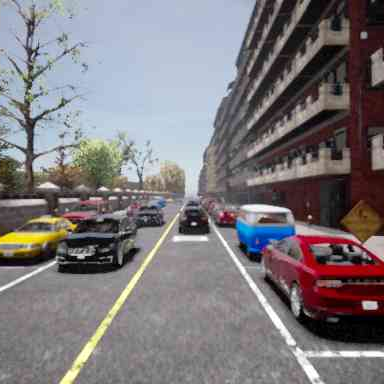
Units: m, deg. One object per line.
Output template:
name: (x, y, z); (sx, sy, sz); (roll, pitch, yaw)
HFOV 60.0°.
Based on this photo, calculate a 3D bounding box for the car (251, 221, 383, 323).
car: (2.692, 1.590, 7.261); (1.887, 1.381, 4.507); (0, 0, 0)

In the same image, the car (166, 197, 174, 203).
car: (-5.697, 2.145, 85.911); (1.752, 1.417, 4.829); (0, 0, 0)

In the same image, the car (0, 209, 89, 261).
car: (-5.688, 1.604, 12.722); (1.752, 1.417, 4.829); (0, 0, 0)

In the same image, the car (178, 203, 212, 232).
car: (0.111, 1.659, 21.155); (1.812, 1.442, 4.674); (0, 0, 0)

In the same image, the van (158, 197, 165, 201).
van: (-5.693, 1.691, 52.303); (1.690, 1.788, 3.998); (0, 0, 0)

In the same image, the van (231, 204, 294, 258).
van: (2.693, 1.421, 12.893); (1.690, 1.788, 3.998); (0, 0, 0)

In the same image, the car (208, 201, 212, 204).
car: (2.689, 1.742, 29.782); (2.008, 1.369, 4.403); (0, 0, 0)

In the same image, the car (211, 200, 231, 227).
car: (2.691, 1.593, 24.153); (1.967, 1.590, 4.097); (0, 0, 0)

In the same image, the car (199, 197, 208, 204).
car: (2.683, 2.015, 80.452); (1.967, 1.590, 4.097); (0, 0, 0)

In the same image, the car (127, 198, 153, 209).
car: (-5.691, 1.670, 35.413); (1.967, 1.590, 4.097); (0, 0, 0)

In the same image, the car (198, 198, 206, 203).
car: (2.682, 2.234, 91.712); (1.947, 1.339, 4.313); (0, 0, 0)

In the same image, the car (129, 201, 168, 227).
car: (-3.084, 1.662, 24.564); (1.837, 1.490, 4.892); (0, -1, 0)

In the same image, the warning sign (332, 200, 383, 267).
warning sign: (5.065, 1.177, 9.908); (1.300, 1.860, 1.060); (0, -1, 0)

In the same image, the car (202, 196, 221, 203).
car: (2.689, 1.584, 41.043); (2.192, 1.841, 5.009); (0, 0, 0)

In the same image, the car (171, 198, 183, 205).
car: (-3.008, 1.994, 74.506); (2.128, 1.511, 4.902); (0, 0, 0)

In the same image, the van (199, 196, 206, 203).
van: (2.683, 1.963, 86.084); (1.690, 1.788, 3.998); (0, 0, 0)

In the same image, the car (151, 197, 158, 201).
car: (-5.691, 1.709, 41.042); (1.967, 1.590, 4.097); (0, 0, 0)

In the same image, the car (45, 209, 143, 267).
car: (-3.099, 1.577, 11.699); (1.837, 1.490, 4.892); (0, 0, 0)

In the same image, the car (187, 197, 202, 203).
car: (0.086, 1.798, 44.544); (1.837, 1.490, 4.892); (0, -1, 0)

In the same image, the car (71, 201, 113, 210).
car: (-5.689, 1.431, 18.523); (2.192, 1.841, 5.009); (0, 0, 0)

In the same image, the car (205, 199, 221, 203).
car: (2.689, 1.775, 35.412); (1.887, 1.381, 4.507); (0, 0, 0)

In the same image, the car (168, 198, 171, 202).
car: (-5.695, 1.987, 63.560); (2.008, 1.369, 4.403); (0, 0, 0)

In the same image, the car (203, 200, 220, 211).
car: (2.687, 1.860, 46.672); (2.008, 1.369, 4.403); (0, 0, 0)

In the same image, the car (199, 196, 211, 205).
car: (2.685, 1.797, 69.193); (2.192, 1.841, 5.009); (0, 0, 0)

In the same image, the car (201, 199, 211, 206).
car: (2.685, 2.019, 63.562); (1.802, 1.307, 4.206); (0, 0, 0)

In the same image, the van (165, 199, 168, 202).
van: (-5.694, 1.734, 57.932); (1.690, 1.788, 3.998); (0, 0, 0)
